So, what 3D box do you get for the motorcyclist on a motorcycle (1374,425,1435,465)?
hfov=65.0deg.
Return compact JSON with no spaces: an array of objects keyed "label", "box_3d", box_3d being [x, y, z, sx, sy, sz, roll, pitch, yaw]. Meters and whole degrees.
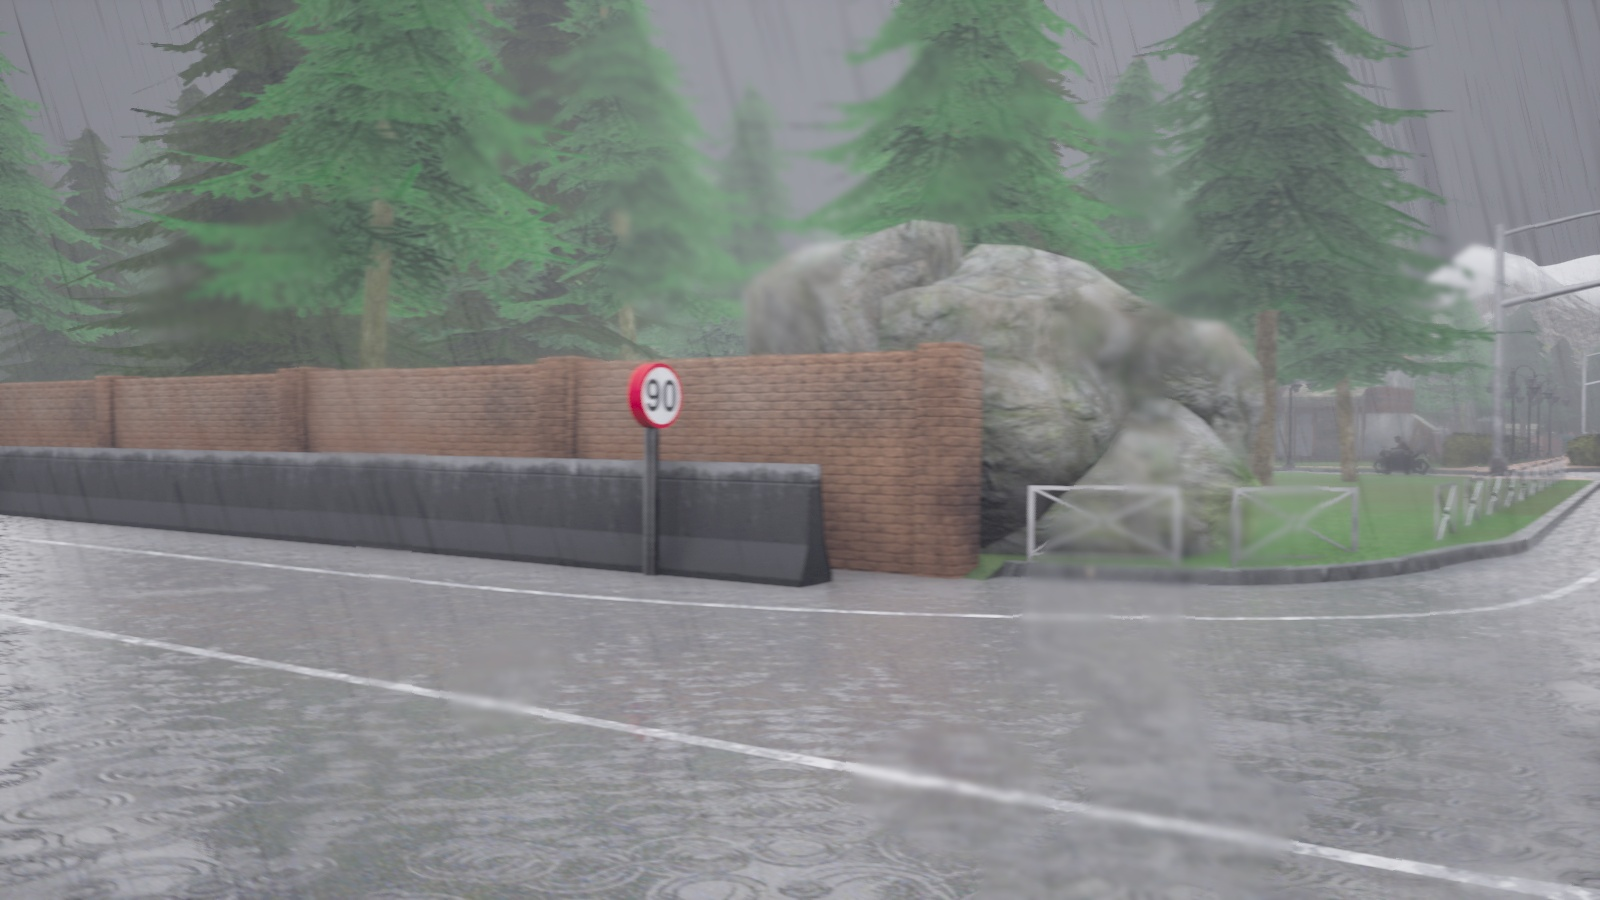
[{"label":"motorcyclist on a motorcycle","box_3d":[23.589,-0.183,49.025,2.044,1.523,0.797,0,1,34]}]
